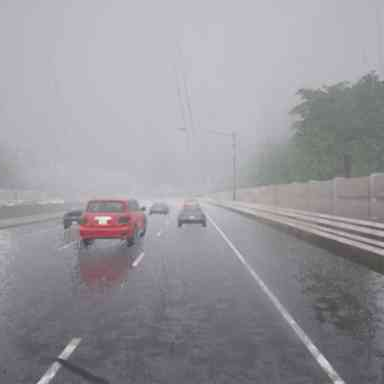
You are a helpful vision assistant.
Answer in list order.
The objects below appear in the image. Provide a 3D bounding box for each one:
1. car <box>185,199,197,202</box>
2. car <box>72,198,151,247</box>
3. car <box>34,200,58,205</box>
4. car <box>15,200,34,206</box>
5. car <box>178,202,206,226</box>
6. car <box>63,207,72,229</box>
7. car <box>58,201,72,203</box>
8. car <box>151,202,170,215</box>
[{"bbox_3d":[-0.099,1.632,42.278,2.097,1.767,4.553,0,-1,0],"label":"car"},{"bbox_3d":[-3.469,1.278,15.570,2.150,2.045,5.566,0,0,0],"label":"car"},{"bbox_3d":[-21.233,1.914,49.913,1.882,1.535,5.008,0,-1,0],"label":"car"},{"bbox_3d":[-24.733,1.973,49.869,1.837,1.490,4.892,0,-1,0],"label":"car"},{"bbox_3d":[-0.010,1.663,24.088,1.994,1.385,4.181,0,0,0],"label":"car"},{"bbox_3d":[-6.999,1.607,22.232,1.837,1.490,4.892,0,0,0],"label":"car"},{"bbox_3d":[-17.734,1.975,49.928,2.033,1.411,5.357,0,-1,0],"label":"car"},{"bbox_3d":[-3.571,1.790,37.078,1.994,1.385,4.181,0,-1,0],"label":"car"}]
